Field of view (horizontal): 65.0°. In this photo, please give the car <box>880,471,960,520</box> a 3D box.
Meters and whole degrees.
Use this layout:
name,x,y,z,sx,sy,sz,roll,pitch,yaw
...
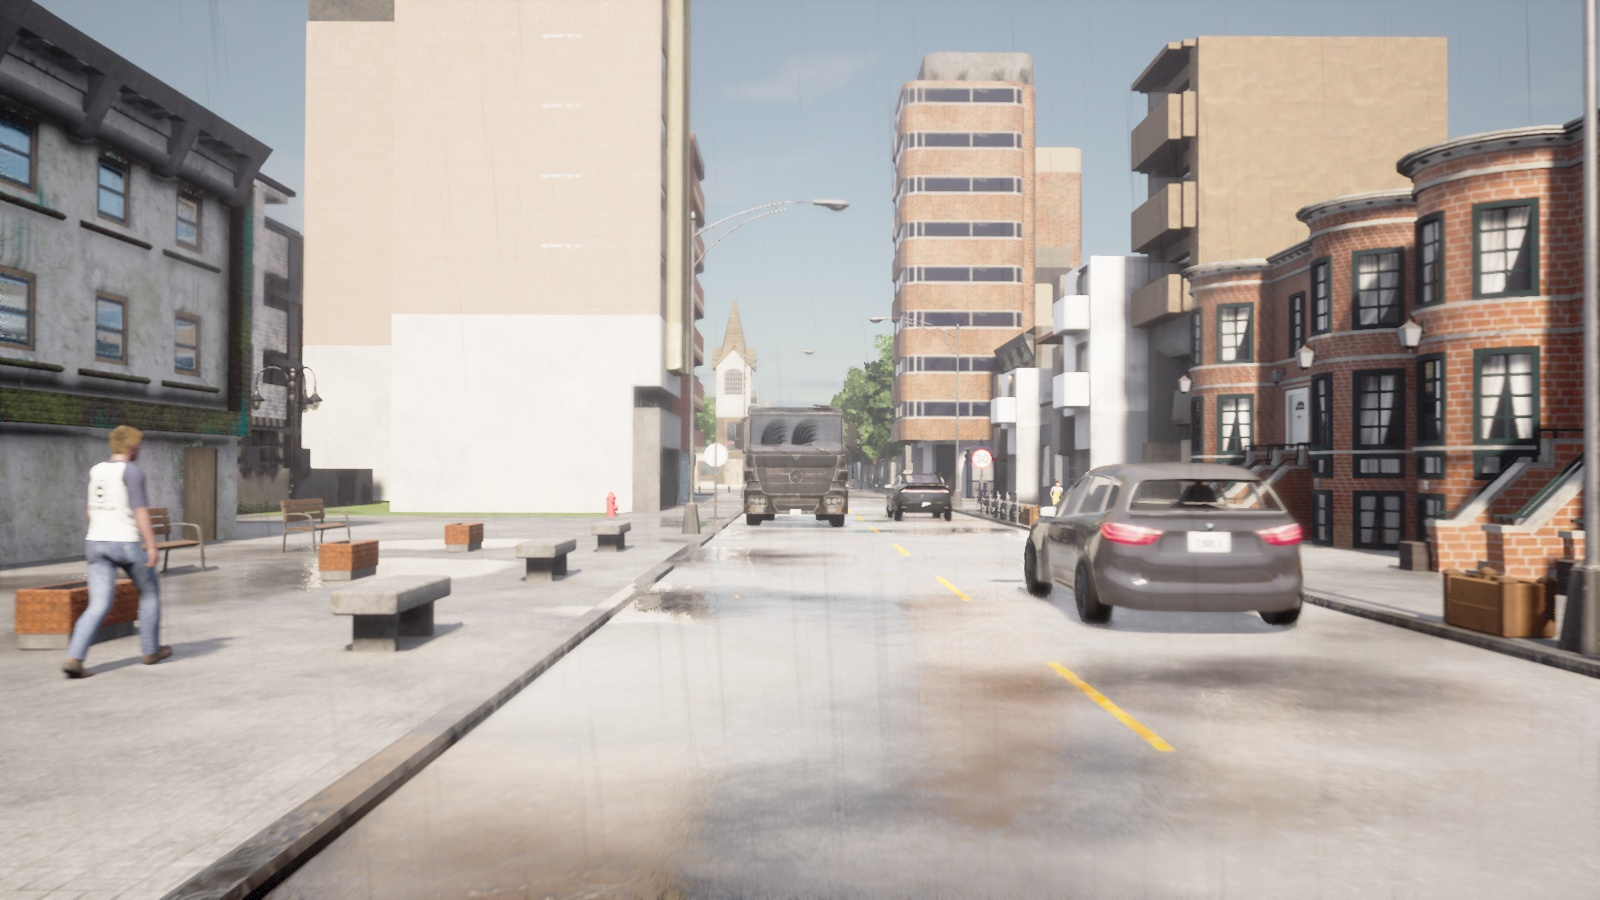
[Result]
name,x,y,z,sx,sy,sz,roll,pitch,yaw
car,3.866,1.445,41.214,2.128,1.511,4.902,0,-1,0

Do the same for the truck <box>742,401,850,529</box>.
name,x,y,z,sx,sy,sz,roll,pitch,yaw
truck,-0.124,0.467,37.841,2.891,3.462,7.936,0,-1,0

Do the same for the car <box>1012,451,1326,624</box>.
name,x,y,z,sx,sy,sz,roll,pitch,yaw
car,3.966,0.885,14.470,2.242,1.667,4.611,0,-1,0

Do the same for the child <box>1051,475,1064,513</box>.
name,x,y,z,sx,sy,sz,roll,pitch,yaw
child,8.539,1.467,41.722,0.270,1.263,0.437,0,-1,-10

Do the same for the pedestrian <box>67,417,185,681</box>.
name,x,y,z,sx,sy,sz,roll,pitch,yaw
pedestrian,-4.896,0.697,9.144,0.354,1.836,0.706,-1,-1,17
